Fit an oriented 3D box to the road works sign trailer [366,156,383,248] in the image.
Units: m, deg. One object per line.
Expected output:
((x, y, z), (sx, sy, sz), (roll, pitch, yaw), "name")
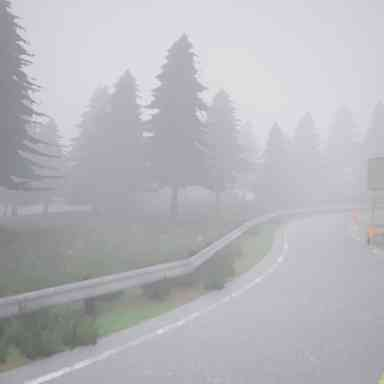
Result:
((8.418, 0.354, 13.521), (2.380, 3.560, 2.880), (2, 2, 26), "road works sign trailer")

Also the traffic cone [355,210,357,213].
((11.044, 1.711, 22.308), (0.340, 0.580, 0.340), (1, 1, 26), "traffic cone")

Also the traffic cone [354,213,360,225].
((10.184, 1.726, 20.506), (0.340, 0.580, 0.340), (1, 0, 26), "traffic cone")
